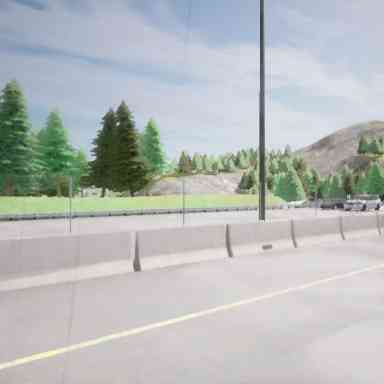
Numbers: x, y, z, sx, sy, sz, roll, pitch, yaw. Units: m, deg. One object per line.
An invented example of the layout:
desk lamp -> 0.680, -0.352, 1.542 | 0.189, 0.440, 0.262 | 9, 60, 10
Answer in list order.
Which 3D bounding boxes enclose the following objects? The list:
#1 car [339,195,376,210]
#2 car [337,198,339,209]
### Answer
car -> 20.632, 1.344, 40.080 | 5.566, 2.045, 2.150 | 0, 0, -35
car -> 18.461, 1.574, 42.831 | 4.892, 1.490, 1.837 | 0, 0, -35
